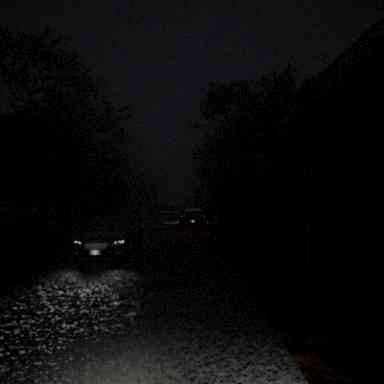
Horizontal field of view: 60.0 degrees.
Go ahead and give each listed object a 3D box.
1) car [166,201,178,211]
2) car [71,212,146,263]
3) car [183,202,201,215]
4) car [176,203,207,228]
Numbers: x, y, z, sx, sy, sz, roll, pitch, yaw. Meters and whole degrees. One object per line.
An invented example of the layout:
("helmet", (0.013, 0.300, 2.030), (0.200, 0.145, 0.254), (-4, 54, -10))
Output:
("car", (-3.047, 2.222, 52.948), (1.882, 1.535, 5.008), (0, -1, 0))
("car", (-2.867, 1.539, 12.278), (2.128, 1.511, 4.902), (0, 0, 0))
("car", (-0.040, 2.003, 41.171), (2.033, 1.411, 5.357), (0, -1, 0))
("car", (0.051, 1.677, 23.096), (1.812, 1.442, 4.674), (0, -1, 0))
